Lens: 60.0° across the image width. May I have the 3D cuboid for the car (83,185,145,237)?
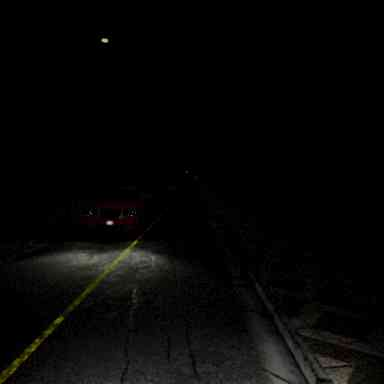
[{"bbox_3d":[-3.337,0.715,15.222,2.150,2.045,5.566,0,2,-5],"label":"car"}]
